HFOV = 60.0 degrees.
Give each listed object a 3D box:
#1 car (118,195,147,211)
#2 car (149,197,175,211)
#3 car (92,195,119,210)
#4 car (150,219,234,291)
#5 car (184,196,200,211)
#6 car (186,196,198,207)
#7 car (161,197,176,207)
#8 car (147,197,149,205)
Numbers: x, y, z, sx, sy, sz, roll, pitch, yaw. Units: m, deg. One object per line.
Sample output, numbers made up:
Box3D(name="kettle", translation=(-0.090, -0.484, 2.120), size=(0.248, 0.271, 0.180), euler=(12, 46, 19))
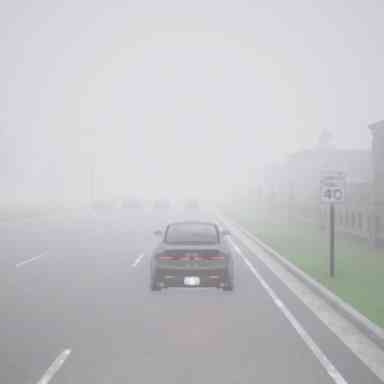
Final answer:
Box3D(name="car", translation=(-6.996, 1.361, 39.518), size=(1.882, 1.535, 5.008), euler=(0, 0, 0))
Box3D(name="car", translation=(-3.496, 1.375, 39.518), size=(2.128, 1.511, 4.902), euler=(0, 0, 0))
Box3D(name="car", translation=(-10.496, 1.446, 39.902), size=(1.994, 1.385, 4.181), euler=(0, 0, 0))
Box3D(name="car", translation=(0.001, 1.477, 8.905), size=(1.837, 1.490, 4.892), euler=(0, 0, 0))
Box3D(name="car", translation=(0.004, 1.430, 39.518), size=(2.033, 1.411, 5.357), euler=(0, 0, 0))
Box3D(name="car", translation=(0.005, 1.378, 49.938), size=(1.812, 1.442, 4.674), euler=(0, 0, 0))
Box3D(name="car", translation=(-3.495, 1.453, 49.992), size=(1.895, 1.301, 4.718), euler=(0, 0, 0))
Box3D(name="car", translation=(-6.995, 1.416, 49.938), size=(1.994, 1.385, 4.181), euler=(0, 0, 0))
